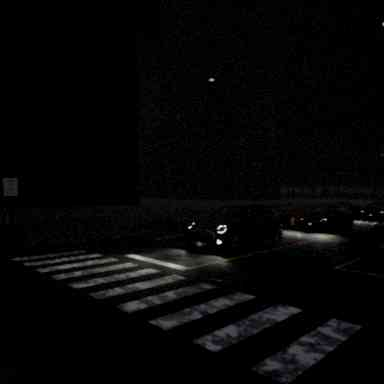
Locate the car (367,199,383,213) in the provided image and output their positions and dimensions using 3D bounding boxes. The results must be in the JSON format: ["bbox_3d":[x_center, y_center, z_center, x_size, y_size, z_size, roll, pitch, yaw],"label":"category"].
[{"bbox_3d":[20.984,1.519,36.452,4.403,1.369,2.008,0,-1,-44],"label":"car"}]

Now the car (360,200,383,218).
[{"bbox_3d":[15.373,1.499,27.189,4.674,1.442,1.812,0,0,-45],"label":"car"}]

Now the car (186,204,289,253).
[{"bbox_3d":[1.859,1.345,13.944,4.553,1.767,2.097,0,0,-45],"label":"car"}]

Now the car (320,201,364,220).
[{"bbox_3d":[12.926,1.516,28.548,4.507,1.381,1.887,0,-1,-44],"label":"car"}]

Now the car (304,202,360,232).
[{"bbox_3d":[8.261,1.506,20.228,4.674,1.442,1.812,0,0,-44],"label":"car"}]

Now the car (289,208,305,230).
[{"bbox_3d":[4.867,1.531,20.643,4.403,1.369,2.008,0,-1,-44],"label":"car"}]

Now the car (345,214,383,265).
[{"bbox_3d":[6.802,1.561,10.600,4.313,1.339,1.947,0,-1,-44],"label":"car"}]
